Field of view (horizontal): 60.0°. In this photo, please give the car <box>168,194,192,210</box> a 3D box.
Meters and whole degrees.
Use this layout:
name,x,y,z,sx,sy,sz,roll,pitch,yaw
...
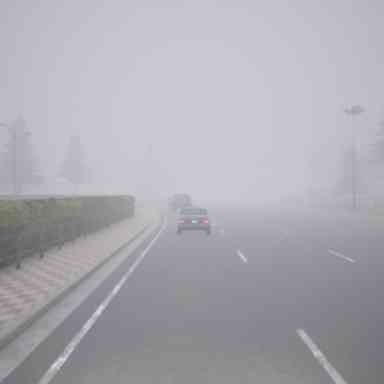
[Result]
name,x,y,z,sx,sy,sz,roll,pitch,yaw
car,-1.430,1.217,38.785,2.150,2.045,5.566,0,0,-12

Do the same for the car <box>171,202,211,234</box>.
name,x,y,z,sx,sy,sz,roll,pitch,yaw
car,0.098,1.545,19.271,2.033,1.411,5.357,0,0,0
